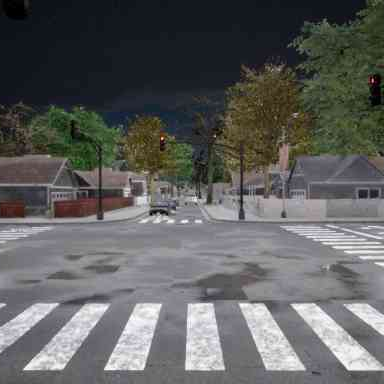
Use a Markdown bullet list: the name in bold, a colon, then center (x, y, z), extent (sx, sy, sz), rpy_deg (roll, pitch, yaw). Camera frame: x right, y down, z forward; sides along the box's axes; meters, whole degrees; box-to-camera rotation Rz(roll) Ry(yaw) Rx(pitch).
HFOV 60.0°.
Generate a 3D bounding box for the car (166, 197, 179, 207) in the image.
- **car**: center (-3.024, 1.568, 52.977), extent (1.812, 1.442, 4.674), rpy_deg (0, 0, 0)

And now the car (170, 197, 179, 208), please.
- **car**: center (-3.006, 1.594, 42.727), extent (1.994, 1.385, 4.181), rpy_deg (0, 0, 0)

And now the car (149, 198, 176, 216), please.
- **car**: center (-3.027, 1.567, 32.838), extent (2.033, 1.411, 5.357), rpy_deg (0, 0, 0)

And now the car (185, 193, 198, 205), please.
- **car**: center (-0.178, 1.278, 61.445), extent (2.150, 2.045, 5.566), rpy_deg (0, 0, 0)
